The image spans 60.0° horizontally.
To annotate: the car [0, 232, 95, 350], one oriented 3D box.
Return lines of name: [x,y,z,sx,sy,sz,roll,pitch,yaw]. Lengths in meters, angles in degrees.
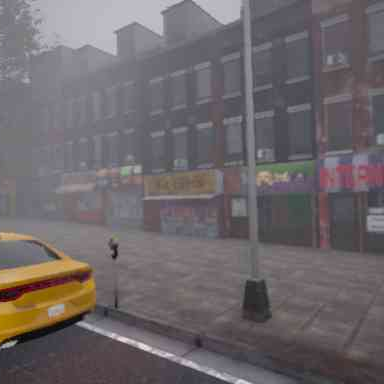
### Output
car: [-3.891,1.482,6.040,5.008,1.535,1.882,0,0,35]
